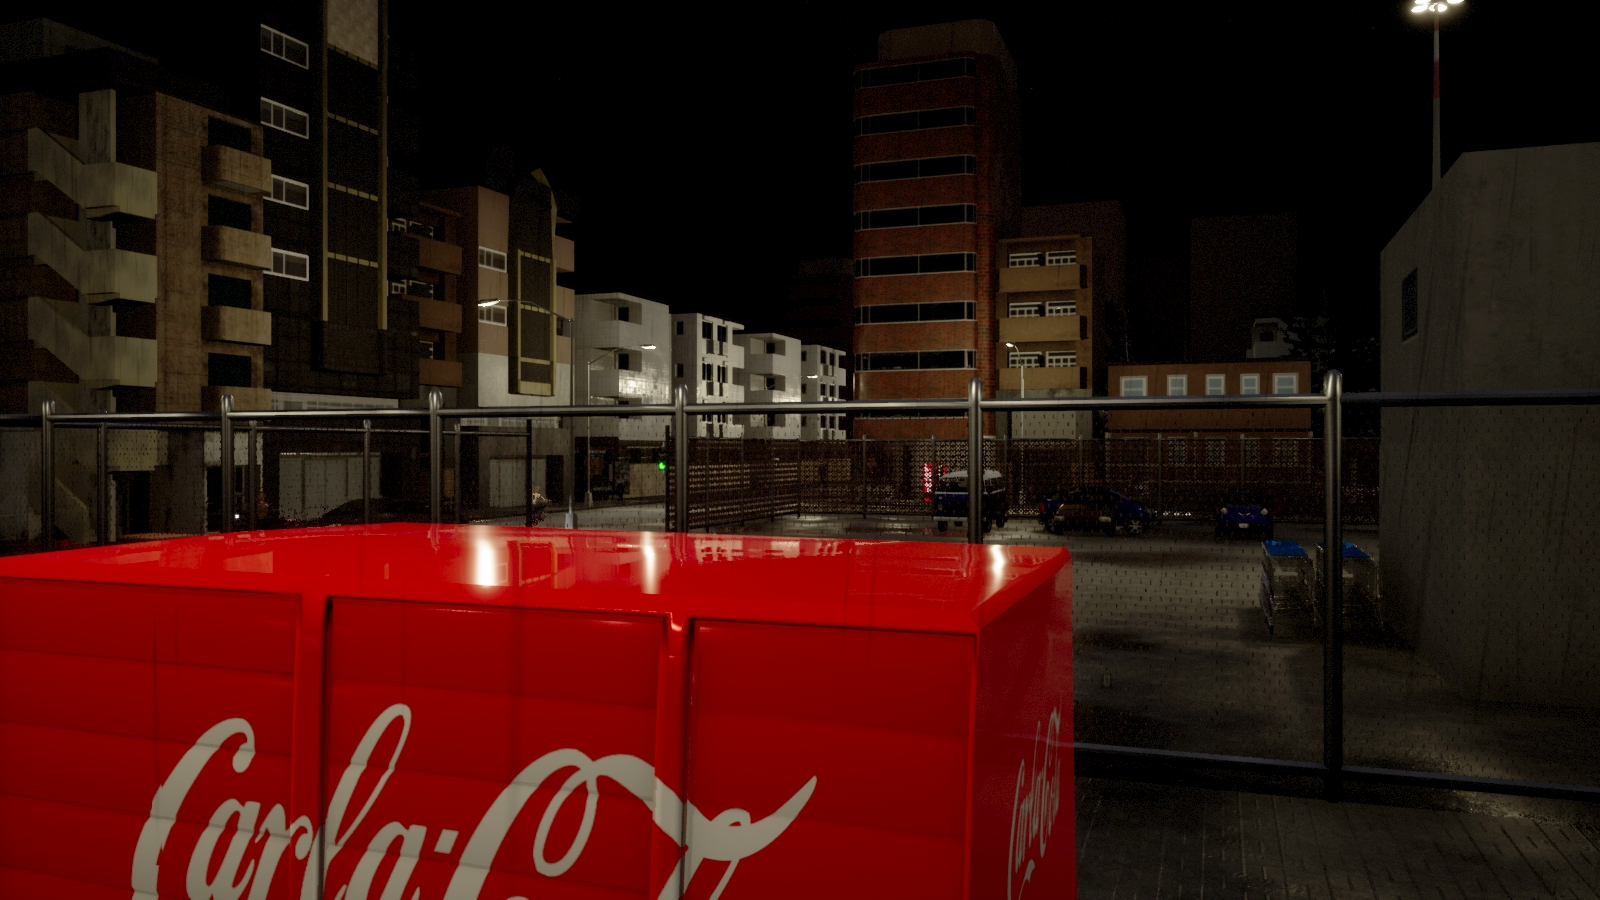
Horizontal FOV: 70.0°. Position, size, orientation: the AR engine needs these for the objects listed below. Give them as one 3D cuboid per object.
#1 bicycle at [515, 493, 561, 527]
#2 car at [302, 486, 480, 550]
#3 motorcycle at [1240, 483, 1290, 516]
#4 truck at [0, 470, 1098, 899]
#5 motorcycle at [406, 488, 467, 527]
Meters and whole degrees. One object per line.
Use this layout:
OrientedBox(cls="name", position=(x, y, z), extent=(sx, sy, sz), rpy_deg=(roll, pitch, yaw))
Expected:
OrientedBox(cls="bicycle", position=(-8.932, 2.044, 38.991), extent=(0.859, 1.080, 1.487), rpy_deg=(0, 0, 20))
OrientedBox(cls="car", position=(-11.437, 1.851, 32.332), extent=(2.163, 1.488, 4.792), rpy_deg=(0, 0, 20))
OrientedBox(cls="motorcycle", position=(18.455, 1.962, 45.382), extent=(1.805, 1.236, 0.856), rpy_deg=(0, 0, 20))
OrientedBox(cls="truck", position=(-1.648, 1.349, 4.450), extent=(5.204, 2.467, 2.627), rpy_deg=(0, 0, 20))
OrientedBox(cls="motorcycle", position=(-12.769, 1.995, 40.168), extent=(0.867, 1.251, 2.209), rpy_deg=(0, 0, 20))
